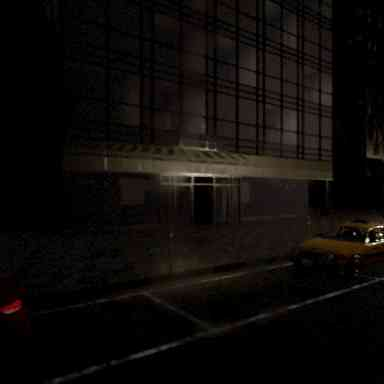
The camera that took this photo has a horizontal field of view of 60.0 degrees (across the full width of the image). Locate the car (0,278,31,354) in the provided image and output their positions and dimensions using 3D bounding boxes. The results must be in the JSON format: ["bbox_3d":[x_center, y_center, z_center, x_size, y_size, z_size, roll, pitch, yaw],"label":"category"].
[{"bbox_3d":[-4.086,1.583,3.617,4.206,1.307,1.802,0,0,-35],"label":"car"}]

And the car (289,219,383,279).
[{"bbox_3d":[4.958,1.528,10.065,4.829,1.417,1.752,0,0,-35],"label":"car"}]
